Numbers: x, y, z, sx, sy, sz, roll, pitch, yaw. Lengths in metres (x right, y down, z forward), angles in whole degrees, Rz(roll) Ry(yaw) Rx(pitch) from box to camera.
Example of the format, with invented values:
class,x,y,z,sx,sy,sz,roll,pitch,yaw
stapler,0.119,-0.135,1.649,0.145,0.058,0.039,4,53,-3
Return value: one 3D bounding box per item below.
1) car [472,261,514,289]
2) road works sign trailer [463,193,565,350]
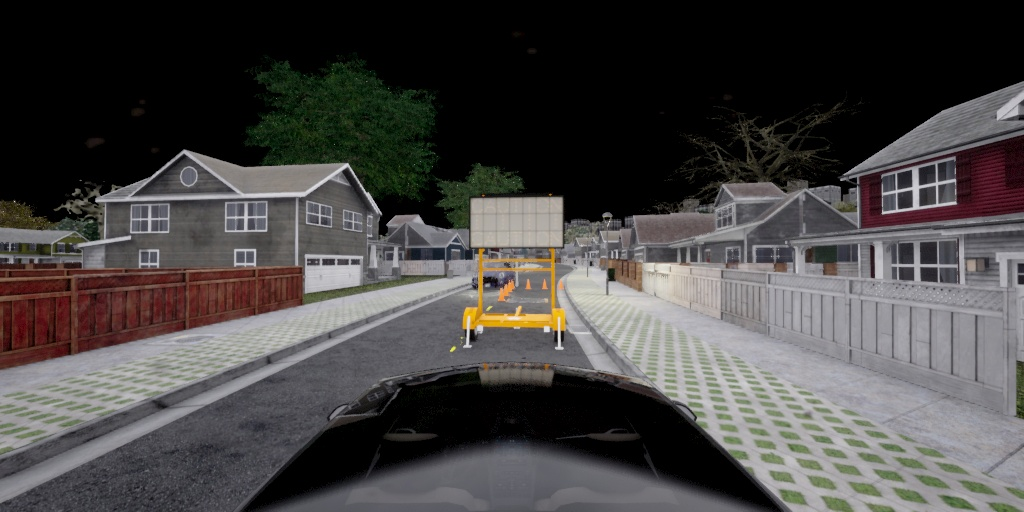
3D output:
class,x,y,z,sx,sy,sz,roll,pitch,yaw
car,-1.134,1.129,23.030,2.097,1.767,4.553,0,0,8
road works sign trailer,0.131,0.218,9.160,2.380,3.560,2.880,0,0,5
